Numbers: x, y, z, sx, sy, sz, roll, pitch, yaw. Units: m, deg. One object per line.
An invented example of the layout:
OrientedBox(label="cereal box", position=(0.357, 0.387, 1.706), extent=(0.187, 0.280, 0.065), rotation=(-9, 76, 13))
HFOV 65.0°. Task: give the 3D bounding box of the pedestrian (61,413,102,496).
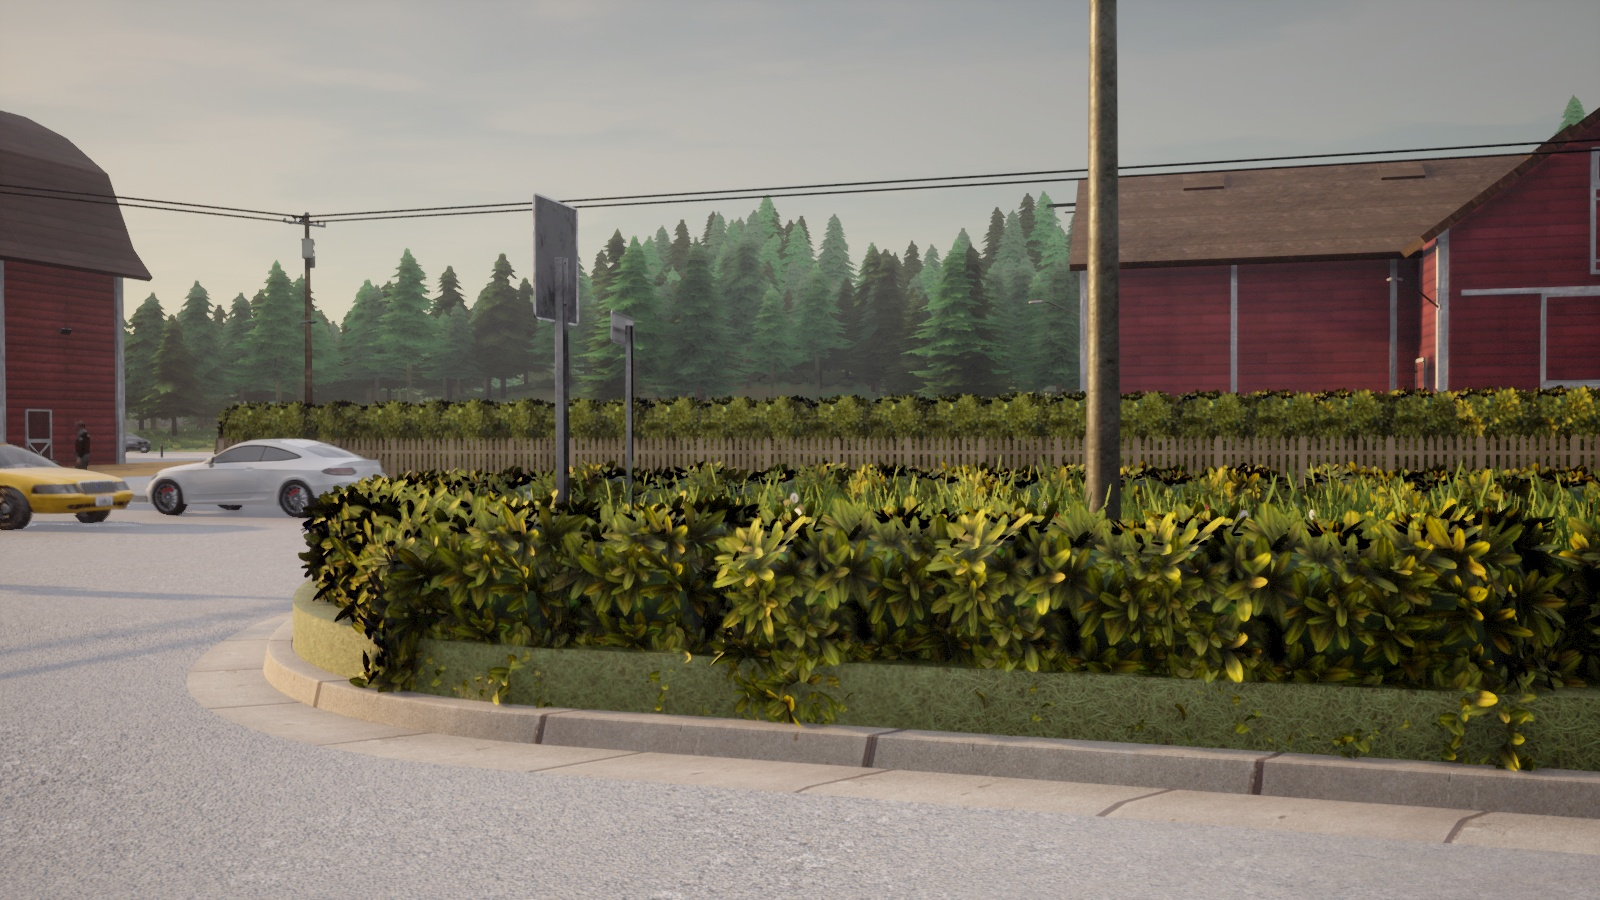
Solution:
OrientedBox(label="pedestrian", position=(-16.275, 0.102, 28.455), extent=(0.720, 1.854, 0.376), rotation=(0, 1, -14))

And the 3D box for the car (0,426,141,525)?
OrientedBox(label="car", position=(-14.174, 0.373, 21.531), extent=(5.366, 1.575, 1.801), rotation=(0, 1, 17))

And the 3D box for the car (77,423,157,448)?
OrientedBox(label="car", position=(-46.824, -1.005, 86.118), extent=(4.611, 1.667, 2.242), rotation=(0, 1, 16))

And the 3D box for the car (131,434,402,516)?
OrientedBox(label="car", position=(-10.196, 0.433, 24.059), extent=(4.674, 1.442, 1.812), rotation=(1, 1, 16))
